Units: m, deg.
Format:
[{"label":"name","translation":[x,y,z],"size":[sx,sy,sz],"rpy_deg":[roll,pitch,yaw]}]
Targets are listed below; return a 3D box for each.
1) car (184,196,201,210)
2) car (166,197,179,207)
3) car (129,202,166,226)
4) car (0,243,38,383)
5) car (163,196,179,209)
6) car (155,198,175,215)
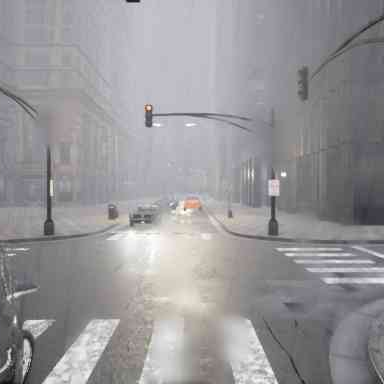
[{"label":"car","translation":[0.083,1.355,42.950],"size":[2.097,1.767,4.553],"rpy_deg":[0,0,0]},{"label":"car","translation":[-3.071,1.532,53.213],"size":[1.812,1.442,4.674],"rpy_deg":[0,0,0]},{"label":"car","translation":[-3.108,1.601,23.227],"size":[1.895,1.301,4.718],"rpy_deg":[0,0,0]},{"label":"car","translation":[-3.403,1.505,4.568],"size":[1.837,1.490,4.892],"rpy_deg":[4,-2,-29]},{"label":"car","translation":[-3.111,1.355,43.171],"size":[2.097,1.767,4.553],"rpy_deg":[0,0,0]},{"label":"car","translation":[-3.105,1.565,33.170],"size":[1.994,1.385,4.181],"rpy_deg":[0,0,0]}]
